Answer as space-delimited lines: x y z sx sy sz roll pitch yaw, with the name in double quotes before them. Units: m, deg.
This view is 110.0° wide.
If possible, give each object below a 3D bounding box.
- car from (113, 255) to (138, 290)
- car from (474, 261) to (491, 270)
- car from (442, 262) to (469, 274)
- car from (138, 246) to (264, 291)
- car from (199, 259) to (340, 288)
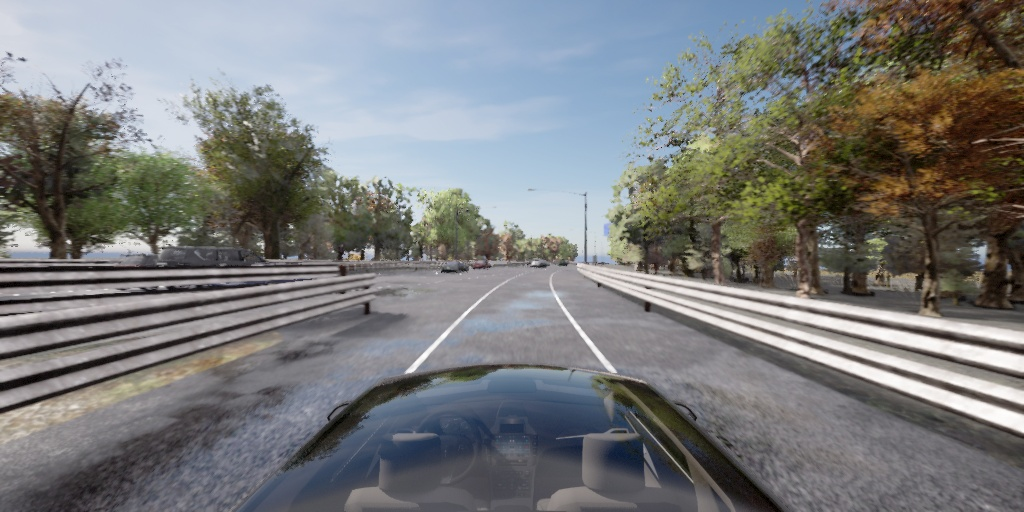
"car" -17.016 0.724 18.210 2.097 1.767 4.553 0 -1 16
"car" -4.957 1.536 60.244 1.812 1.442 4.674 0 -1 16
"car" -6.548 1.332 41.921 1.994 1.385 4.181 0 -1 16
"car" -13.637 0.620 17.287 2.150 2.045 5.566 0 -1 16
"car" -10.305 0.973 16.204 2.033 1.411 5.357 0 -1 16
